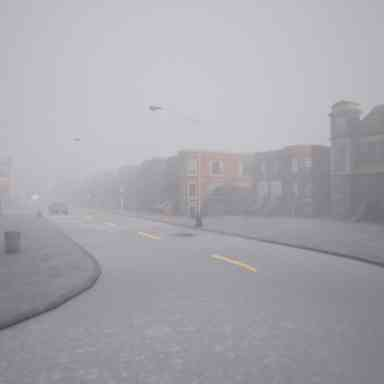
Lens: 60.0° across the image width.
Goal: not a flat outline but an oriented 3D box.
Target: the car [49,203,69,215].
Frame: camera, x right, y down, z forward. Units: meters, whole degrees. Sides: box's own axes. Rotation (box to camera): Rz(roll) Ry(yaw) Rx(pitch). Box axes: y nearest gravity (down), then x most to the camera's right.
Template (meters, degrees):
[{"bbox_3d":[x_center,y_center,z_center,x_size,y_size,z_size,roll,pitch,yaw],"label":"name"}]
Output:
[{"bbox_3d":[-15.555,1.938,38.663,2.033,1.411,5.357,0,-1,-28],"label":"car"}]
